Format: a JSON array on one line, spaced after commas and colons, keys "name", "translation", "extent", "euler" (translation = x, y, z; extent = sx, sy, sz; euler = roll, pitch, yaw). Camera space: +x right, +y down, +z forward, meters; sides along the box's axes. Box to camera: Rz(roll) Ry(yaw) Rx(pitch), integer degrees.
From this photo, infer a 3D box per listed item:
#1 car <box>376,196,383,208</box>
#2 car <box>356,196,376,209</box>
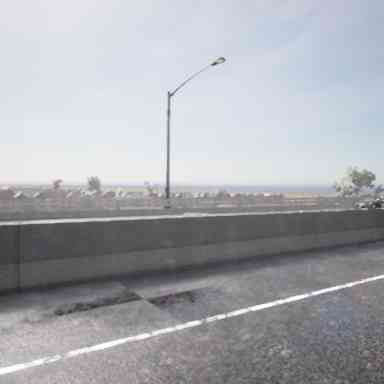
[{"name": "car", "translation": [21.090, 1.324, 33.622], "extent": [4.892, 1.490, 1.837], "euler": [0, 1, -33]}, {"name": "car", "translation": [20.429, 1.251, 37.350], "extent": [4.902, 1.511, 2.128], "euler": [0, 1, -33]}]
